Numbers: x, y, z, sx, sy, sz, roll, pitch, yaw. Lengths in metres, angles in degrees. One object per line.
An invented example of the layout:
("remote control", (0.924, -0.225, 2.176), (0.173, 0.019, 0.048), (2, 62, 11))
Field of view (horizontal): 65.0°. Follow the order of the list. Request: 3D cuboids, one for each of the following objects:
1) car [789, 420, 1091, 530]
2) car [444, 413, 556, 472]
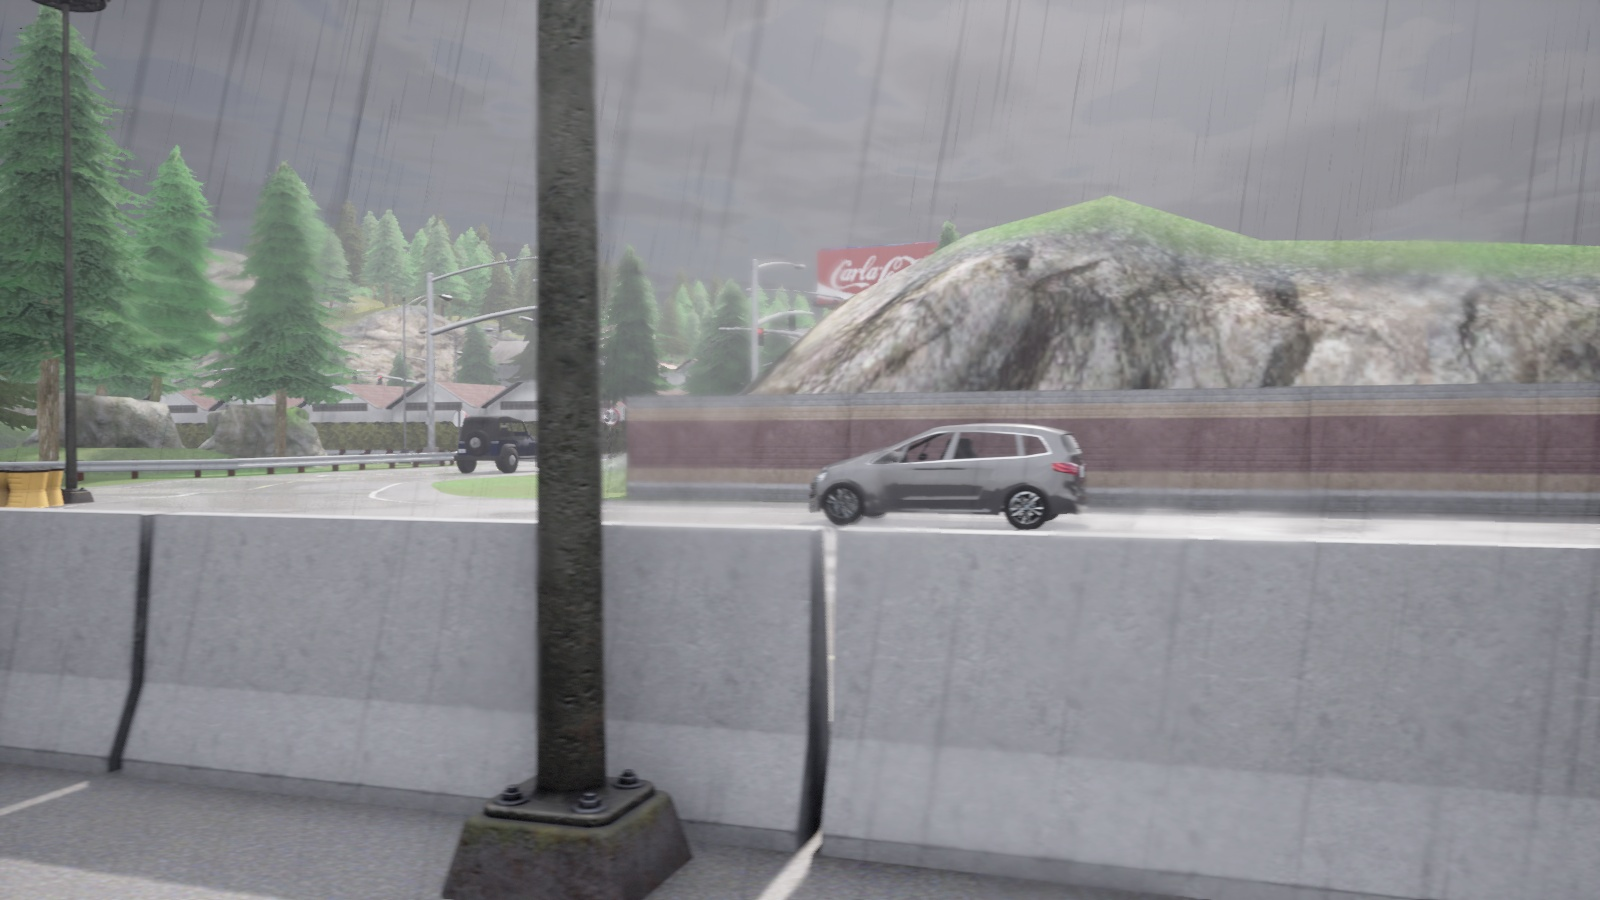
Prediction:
("car", (2.372, 0.346, 20.858), (4.611, 1.667, 2.242), (1, 1, 18))
("car", (-9.964, -0.284, 42.004), (1.905, 1.878, 3.866), (1, 1, 18))
